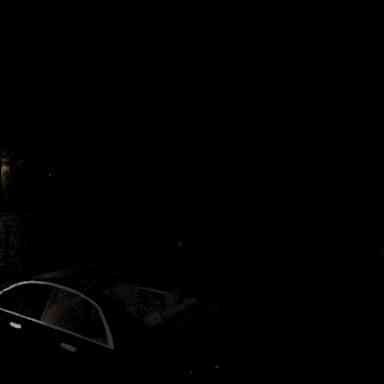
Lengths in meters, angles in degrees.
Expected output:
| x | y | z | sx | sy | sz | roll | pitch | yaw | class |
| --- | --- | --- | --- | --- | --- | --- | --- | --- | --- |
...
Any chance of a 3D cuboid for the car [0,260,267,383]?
| x | y | z | sx | sy | sz | roll | pitch | yaw | class |
| --- | --- | --- | --- | --- | --- | --- | --- | --- | --- |
| -1.314 | 1.534 | 4.018 | 4.403 | 1.369 | 2.008 | 0 | 1 | 36 | car |
